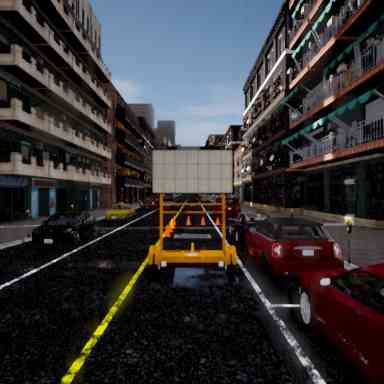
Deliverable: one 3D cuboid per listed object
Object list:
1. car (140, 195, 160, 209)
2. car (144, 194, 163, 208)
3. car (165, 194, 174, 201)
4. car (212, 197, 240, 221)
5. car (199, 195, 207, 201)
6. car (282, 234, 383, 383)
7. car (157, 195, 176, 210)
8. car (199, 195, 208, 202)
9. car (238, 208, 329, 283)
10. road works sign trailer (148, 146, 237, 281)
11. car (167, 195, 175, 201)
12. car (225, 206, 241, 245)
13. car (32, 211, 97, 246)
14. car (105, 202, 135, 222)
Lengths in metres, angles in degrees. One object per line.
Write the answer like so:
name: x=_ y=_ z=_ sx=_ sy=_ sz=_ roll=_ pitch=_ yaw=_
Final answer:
car: x=-5.624 y=1.431 z=43.517 sx=1.967 sy=1.590 sz=4.097 roll=0 pitch=0 yaw=0
car: x=-5.615 y=1.303 z=49.154 sx=2.192 sy=1.841 sz=5.009 roll=0 pitch=0 yaw=0
car: x=-5.566 y=1.412 z=82.971 sx=1.967 sy=1.590 sz=4.097 roll=0 pitch=0 yaw=0
car: x=2.733 y=1.312 z=26.592 sx=2.192 sy=1.841 sz=5.009 roll=0 pitch=0 yaw=0
car: x=2.823 y=1.514 z=88.592 sx=1.887 sy=1.381 sz=4.507 roll=0 pitch=0 yaw=0
car: x=2.699 y=1.545 z=4.046 sx=1.887 sy=1.381 sz=4.507 roll=0 pitch=0 yaw=0
car: x=-3.035 y=1.517 z=42.539 sx=1.812 sy=1.442 sz=4.674 roll=0 pitch=0 yaw=0
car: x=2.807 y=1.500 z=77.489 sx=1.752 sy=1.417 sz=4.829 roll=0 pitch=0 yaw=0
car: x=2.707 y=1.440 z=9.683 sx=1.967 sy=1.590 sz=4.097 roll=0 pitch=0 yaw=0
road works sign trailer: x=0.016 y=0.464 z=9.819 sx=2.380 sy=3.560 sz=2.880 roll=0 pitch=0 yaw=0
car: x=-5.557 y=1.513 z=88.609 sx=1.887 sy=1.381 sz=4.507 roll=0 pitch=0 yaw=0
car: x=2.715 y=1.550 z=15.318 sx=2.008 sy=1.369 sz=4.403 roll=0 pitch=0 yaw=0
car: x=-5.666 y=1.565 z=15.334 sx=1.947 sy=1.339 sz=4.313 roll=0 pitch=0 yaw=0
car: x=-5.649 y=1.522 z=26.437 sx=1.752 sy=1.417 sz=4.829 roll=0 pitch=0 yaw=0
